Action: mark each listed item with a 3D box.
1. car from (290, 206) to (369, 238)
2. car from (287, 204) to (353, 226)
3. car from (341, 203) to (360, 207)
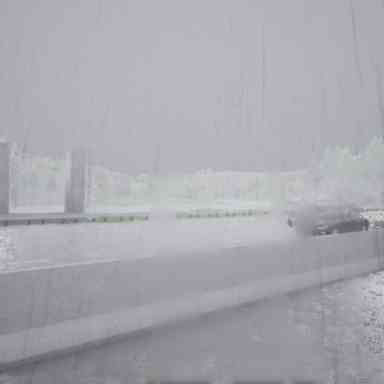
[{"bbox_3d":[7.801,1.738,18.205,4.892,1.490,1.837,1,-1,-36],"label":"car"},{"bbox_3d":[8.683,1.774,23.145,4.902,1.511,2.128,1,-1,-36],"label":"car"},{"bbox_3d":[12.713,1.932,30.344,5.357,1.411,2.033,1,-1,-36],"label":"car"}]
